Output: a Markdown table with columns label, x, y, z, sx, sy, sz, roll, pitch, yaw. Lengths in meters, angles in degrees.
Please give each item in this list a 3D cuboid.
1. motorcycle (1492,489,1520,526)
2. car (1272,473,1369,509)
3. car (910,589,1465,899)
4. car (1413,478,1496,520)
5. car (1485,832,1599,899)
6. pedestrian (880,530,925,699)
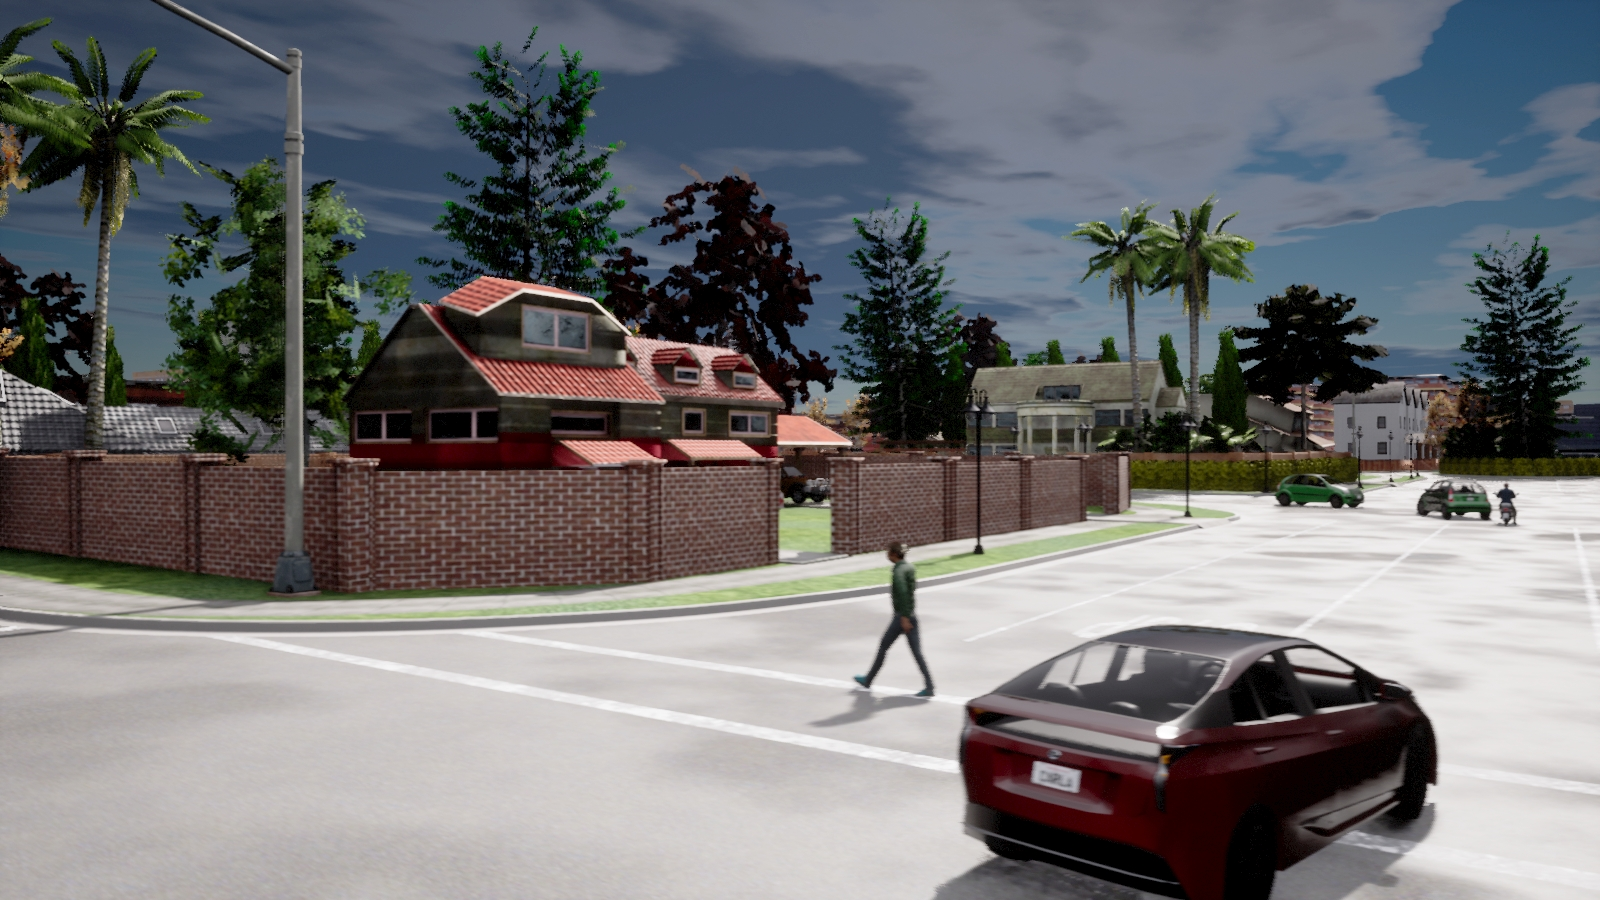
| label | x | y | z | sx | sy | sz | roll | pitch | yaw |
| --- | --- | --- | --- | --- | --- | --- | --- | --- | --- |
| motorcycle | 26.980 | 2.179 | 43.635 | 0.856 | 1.341 | 1.805 | 0 | 0 | 33 |
| car | 25.620 | 2.002 | 56.327 | 1.851 | 1.617 | 3.988 | 0 | 0 | -35 |
| car | 3.027 | 2.042 | 8.293 | 4.514 | 1.525 | 2.007 | 0 | 0 | -45 |
| car | 27.761 | 2.056 | 48.610 | 1.851 | 1.617 | 3.988 | 0 | 0 | 10 |
| car | 3.919 | 2.102 | 1.553 | 2.033 | 1.411 | 5.357 | 0 | 0 | -44 |
| pedestrian | 1.178 | 1.871 | 13.103 | 0.375 | 1.860 | 0.375 | 0 | 0 | 36 |
